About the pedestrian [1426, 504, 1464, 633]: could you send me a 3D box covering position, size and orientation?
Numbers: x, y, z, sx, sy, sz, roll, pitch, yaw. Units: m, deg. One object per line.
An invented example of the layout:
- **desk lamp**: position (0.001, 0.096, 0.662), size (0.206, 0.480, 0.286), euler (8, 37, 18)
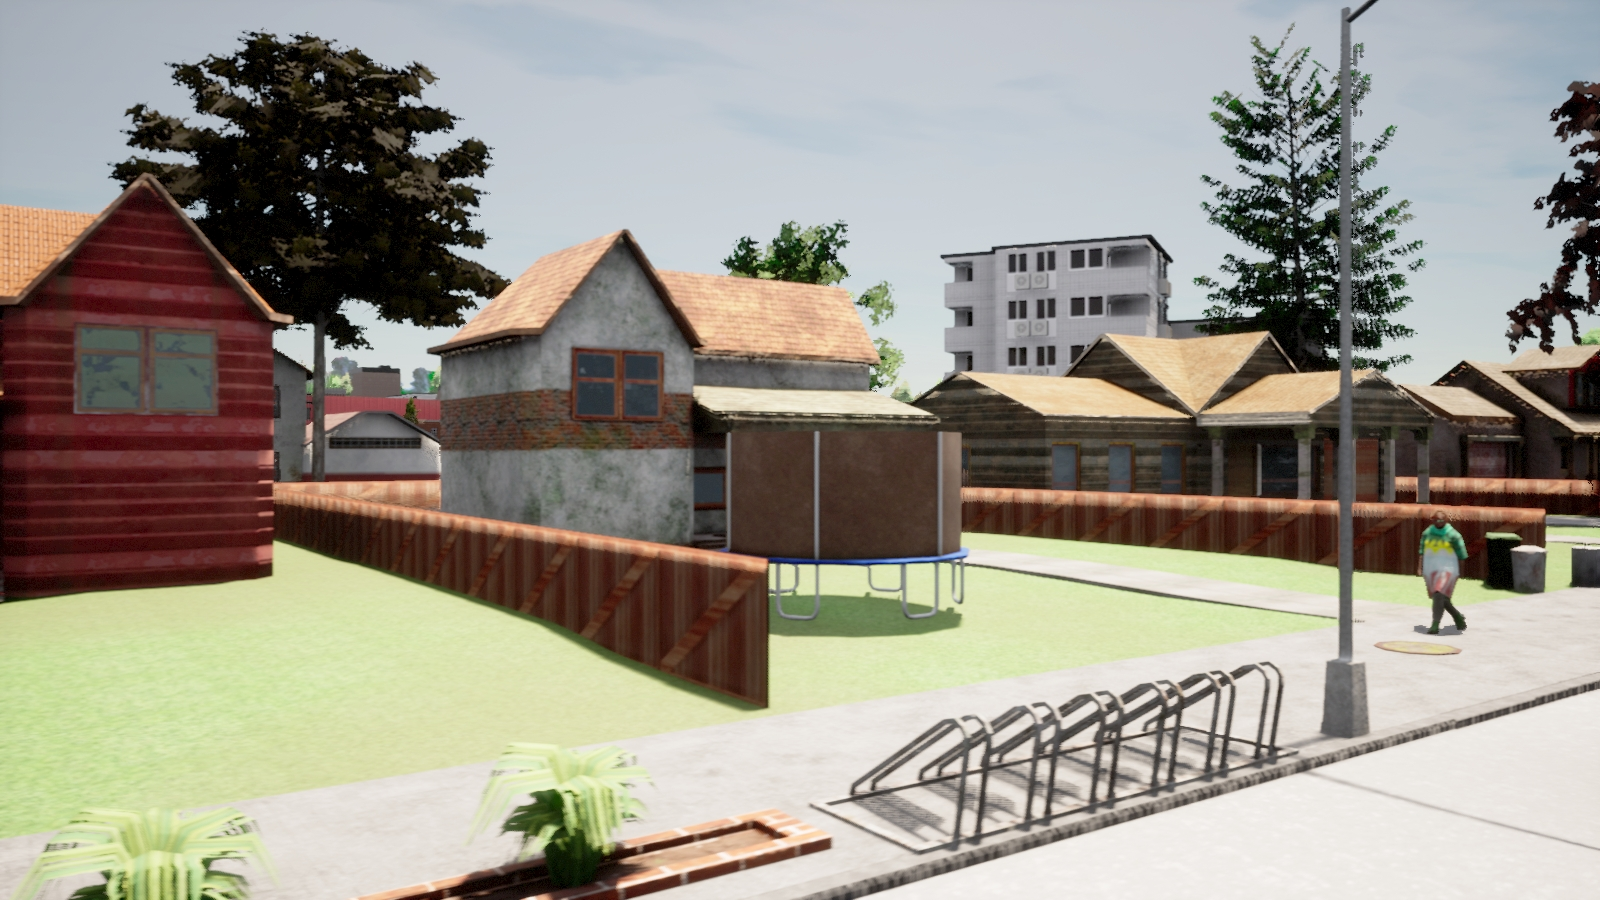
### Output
- **pedestrian**: position (9.551, 1.743, 16.919), size (0.375, 1.860, 0.375), euler (0, 0, -35)

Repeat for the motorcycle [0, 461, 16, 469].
- **motorcycle**: position (-116.053, 2.186, 167.243), size (2.033, 1.199, 0.803), euler (-1, 0, -35)
